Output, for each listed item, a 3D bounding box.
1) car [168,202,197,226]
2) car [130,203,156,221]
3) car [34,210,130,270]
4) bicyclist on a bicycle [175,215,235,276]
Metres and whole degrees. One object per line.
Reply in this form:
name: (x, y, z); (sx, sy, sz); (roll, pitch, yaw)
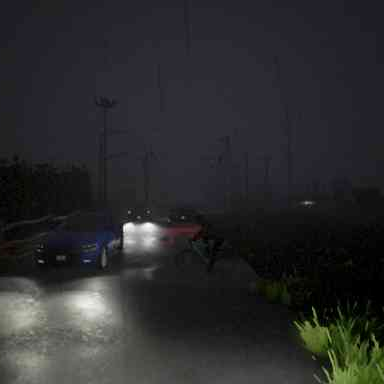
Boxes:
car: (-0.671, 1.467, 23.693); (1.882, 1.535, 5.008); (0, 0, -2)
car: (-4.001, 1.589, 26.939); (1.895, 1.301, 4.718); (0, 0, -2)
car: (-3.535, 1.473, 11.265); (1.882, 1.535, 5.008); (0, 0, -2)
bicyclist on a bicycle: (0.368, 1.448, 9.065); (1.656, 1.620, 0.582); (0, 0, -2)
